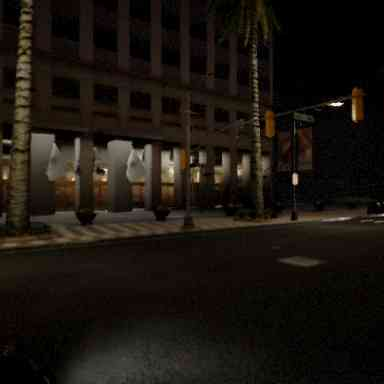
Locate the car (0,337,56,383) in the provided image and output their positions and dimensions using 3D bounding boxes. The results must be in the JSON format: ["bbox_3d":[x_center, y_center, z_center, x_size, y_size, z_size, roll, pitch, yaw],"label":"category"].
[{"bbox_3d":[-3.150,1.510,1.447,4.892,1.490,1.837,0,0,-36],"label":"car"}]
